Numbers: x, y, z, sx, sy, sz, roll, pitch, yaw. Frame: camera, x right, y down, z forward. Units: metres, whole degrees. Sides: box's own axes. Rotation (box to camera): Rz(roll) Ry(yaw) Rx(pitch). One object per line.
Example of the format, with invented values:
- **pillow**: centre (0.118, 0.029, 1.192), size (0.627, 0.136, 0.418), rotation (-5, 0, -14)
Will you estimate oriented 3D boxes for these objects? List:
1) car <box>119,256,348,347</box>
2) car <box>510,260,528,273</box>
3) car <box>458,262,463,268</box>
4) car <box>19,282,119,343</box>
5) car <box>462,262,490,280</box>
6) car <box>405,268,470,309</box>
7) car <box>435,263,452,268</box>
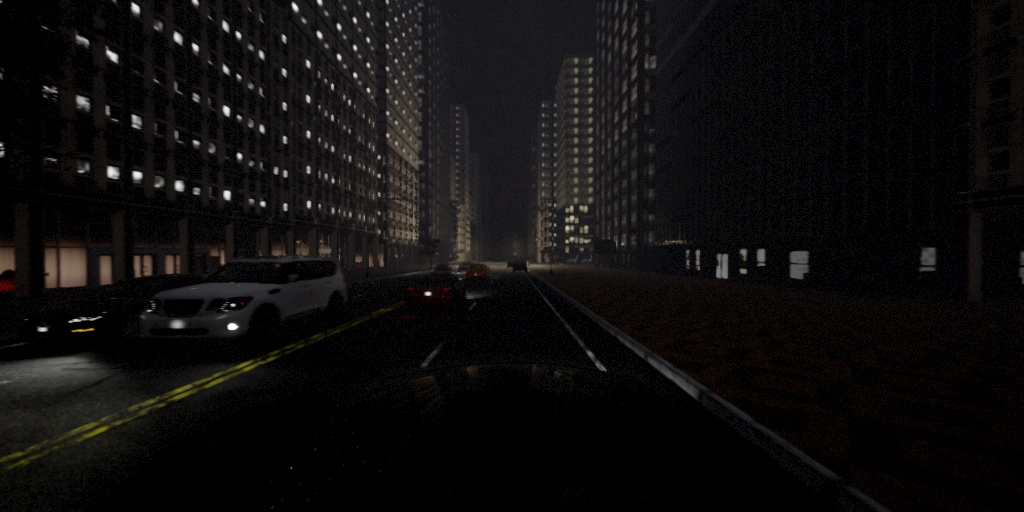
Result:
- **car**: centre (-6.602, 1.024, 9.839), size (2.150, 2.045, 5.566), rotation (0, 0, 0)
- **car**: centre (1.125, 1.416, 51.015), size (2.097, 1.767, 4.553), rotation (0, 0, 0)
- **car**: centre (-6.572, 1.591, 51.152), size (1.812, 1.442, 4.674), rotation (0, 0, 0)
- **car**: centre (-9.851, 1.307, 9.954), size (1.837, 1.490, 4.892), rotation (0, 0, 0)
- **car**: centre (-3.157, 1.431, 33.703), size (1.882, 1.535, 5.008), rotation (0, 0, 0)
- **car**: centre (-3.154, 1.401, 15.474), size (1.994, 1.385, 4.181), rotation (0, 0, 0)
- **car**: centre (-9.818, 1.630, 51.366), size (1.994, 1.385, 4.181), rotation (0, 0, 0)
